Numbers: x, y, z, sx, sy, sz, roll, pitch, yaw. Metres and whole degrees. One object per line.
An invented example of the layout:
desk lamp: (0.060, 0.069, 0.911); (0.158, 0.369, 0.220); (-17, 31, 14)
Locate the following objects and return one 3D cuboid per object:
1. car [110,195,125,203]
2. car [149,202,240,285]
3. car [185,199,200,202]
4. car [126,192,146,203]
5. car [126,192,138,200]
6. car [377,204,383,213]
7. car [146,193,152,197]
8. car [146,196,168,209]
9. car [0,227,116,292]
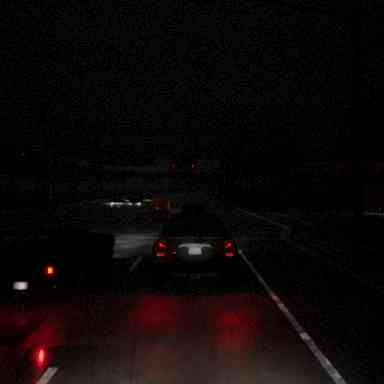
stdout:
car: (-14.039, 1.310, 62.706); (1.994, 1.385, 4.181); (0, 1, 1)
car: (0.078, 1.344, 9.624); (2.097, 1.767, 4.553); (0, 0, 0)
car: (0.087, 1.438, 31.618); (1.882, 1.535, 5.008); (0, 0, 0)
car: (-10.538, 1.222, 62.886); (1.882, 1.535, 5.008); (0, 1, 1)
car: (-14.016, 0.860, 77.855); (2.097, 1.767, 4.553); (0, 1, 0)
car: (21.848, 1.477, 34.457); (4.892, 1.490, 1.837); (0, 0, -1)
car: (-10.516, 1.035, 78.330); (2.033, 1.411, 5.357); (0, 1, 0)
car: (-3.410, 1.432, 35.241); (1.882, 1.535, 5.008); (0, 0, 0)
car: (-3.421, 1.593, 8.890); (1.895, 1.301, 4.718); (0, 0, 0)
